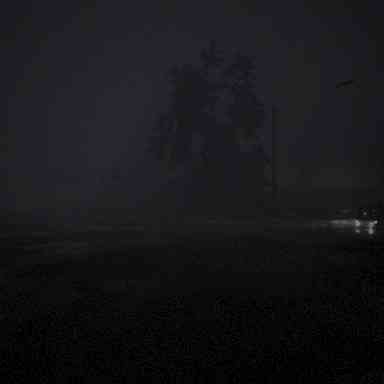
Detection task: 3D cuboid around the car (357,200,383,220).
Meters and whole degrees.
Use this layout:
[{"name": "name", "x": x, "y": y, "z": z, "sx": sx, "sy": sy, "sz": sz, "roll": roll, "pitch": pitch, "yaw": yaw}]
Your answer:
[{"name": "car", "x": 15.913, "y": 1.466, "z": 28.146, "sx": 4.902, "sy": 1.511, "sz": 2.128, "roll": 0, "pitch": 0, "yaw": -35}]
